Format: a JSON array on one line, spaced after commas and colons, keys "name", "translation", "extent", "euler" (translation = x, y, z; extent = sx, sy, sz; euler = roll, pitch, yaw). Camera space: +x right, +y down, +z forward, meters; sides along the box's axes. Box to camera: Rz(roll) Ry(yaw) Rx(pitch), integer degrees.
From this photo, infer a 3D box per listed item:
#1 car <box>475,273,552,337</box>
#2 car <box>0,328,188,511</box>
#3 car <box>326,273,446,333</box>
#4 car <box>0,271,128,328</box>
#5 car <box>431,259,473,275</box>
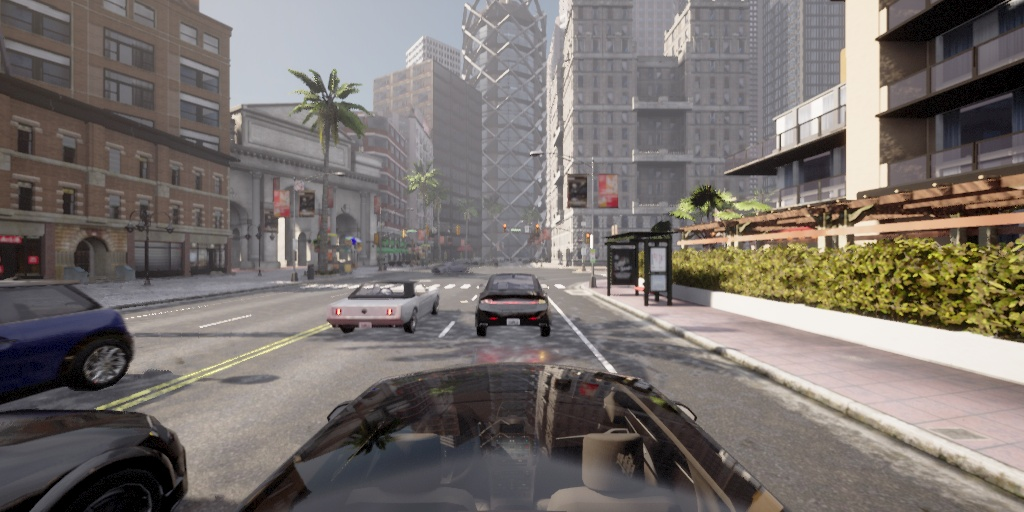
[{"name": "car", "translation": [0.042, 1.238, 10.329], "extent": [2.128, 1.511, 4.902], "euler": [0, 0, 0]}, {"name": "car", "translation": [-3.392, 1.314, 0.889], "extent": [1.994, 1.385, 4.181], "euler": [0, 0, 0]}, {"name": "car", "translation": [-3.457, 1.347, 10.708], "extent": [1.895, 1.301, 4.718], "euler": [0, 0, 0]}, {"name": "car", "translation": [-7.101, 1.101, 3.752], "extent": [2.097, 1.767, 4.553], "euler": [0, 0, 0]}, {"name": "car", "translation": [-6.765, 1.298, 39.057], "extent": [1.994, 1.385, 4.181], "euler": [0, 0, 39]}]
